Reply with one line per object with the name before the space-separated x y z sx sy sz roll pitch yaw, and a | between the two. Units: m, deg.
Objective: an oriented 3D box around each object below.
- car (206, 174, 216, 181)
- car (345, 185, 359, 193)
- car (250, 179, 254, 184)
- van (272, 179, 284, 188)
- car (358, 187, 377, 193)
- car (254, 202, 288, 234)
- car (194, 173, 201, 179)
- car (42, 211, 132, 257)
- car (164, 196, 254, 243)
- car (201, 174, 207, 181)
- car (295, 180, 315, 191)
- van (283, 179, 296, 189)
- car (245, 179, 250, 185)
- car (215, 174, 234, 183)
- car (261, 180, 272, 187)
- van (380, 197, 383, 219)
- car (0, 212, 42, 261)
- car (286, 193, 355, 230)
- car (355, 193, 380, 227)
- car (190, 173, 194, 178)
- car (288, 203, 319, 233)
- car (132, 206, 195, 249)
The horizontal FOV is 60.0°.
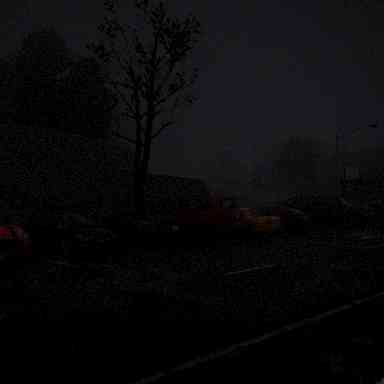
car | 6.992 -3.697 87.268 2.435 2.045 5.566 7 3 34
car | 27.824 -0.425 57.786 2.435 2.045 5.566 7 3 35
car | 15.702 -2.042 75.045 2.002 1.452 4.674 7 3 35
van | 19.113 -1.763 69.997 1.878 1.987 4.442 7 4 35
car | 29.517 0.138 55.315 2.002 1.452 4.674 7 3 35
car | 2.168 1.504 18.285 5.366 1.575 1.946 -1 -1 35
car | 3.463 -4.083 92.201 2.185 1.767 4.553 4 1 33
car | -5.011 1.495 12.959 4.892 1.521 2.231 -1 -1 34
car | -0.150 1.249 16.455 5.566 2.045 2.435 -1 -1 34
car | 5.195 -3.849 89.732 2.185 1.767 4.553 6 3 34
car | 22.607 -0.991 65.166 2.231 1.521 4.892 7 3 35
van | 20.844 -1.489 67.527 1.878 1.987 4.442 7 4 35
car | 13.958 -2.316 77.505 2.002 1.452 4.674 7 3 35
car | 8.845 -3.174 85.011 1.946 1.575 5.366 7 3 34
car | 17.536 -1.810 72.726 1.946 1.575 5.366 7 3 35
van | 12.247 1.298 25.055 4.442 1.987 1.878 -1 -1 35
car | -7.476 1.367 11.231 4.553 1.767 2.185 -1 -1 34
car | 7.199 1.264 21.675 5.566 2.045 2.435 -1 -1 35
car | 9.711 1.268 23.383 5.566 2.045 2.435 -1 -1 35
car | 1.689 -4.361 94.547 2.435 2.045 5.566 1 -1 34
car | 4.773 1.550 19.915 4.674 1.452 2.002 -1 -1 35
car | -2.593 1.525 14.708 4.792 1.488 2.163 -1 -1 34
